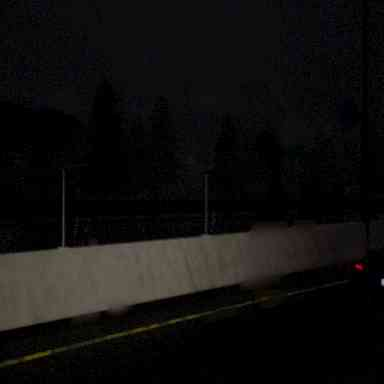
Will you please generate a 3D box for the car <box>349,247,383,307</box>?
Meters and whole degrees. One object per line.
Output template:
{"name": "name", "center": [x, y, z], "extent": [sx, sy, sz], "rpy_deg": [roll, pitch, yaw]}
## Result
{"name": "car", "center": [5.149, 1.547, 6.722], "extent": [4.181, 1.385, 1.994], "rpy_deg": [0, 0, -30]}
